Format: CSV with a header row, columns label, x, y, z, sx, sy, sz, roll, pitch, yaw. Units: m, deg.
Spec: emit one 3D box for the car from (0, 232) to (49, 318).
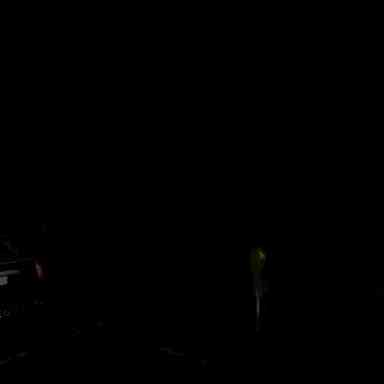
label,x,y,z,sx,sy,sz,roll,pitch,yaw
car,-4.616,1.441,6.387,4.097,1.590,1.967,0,0,36
